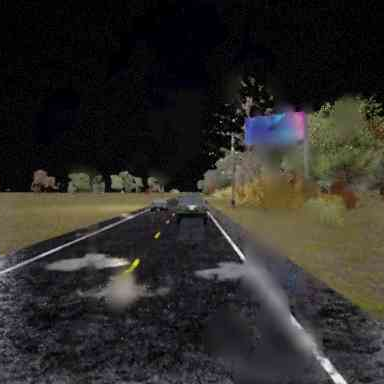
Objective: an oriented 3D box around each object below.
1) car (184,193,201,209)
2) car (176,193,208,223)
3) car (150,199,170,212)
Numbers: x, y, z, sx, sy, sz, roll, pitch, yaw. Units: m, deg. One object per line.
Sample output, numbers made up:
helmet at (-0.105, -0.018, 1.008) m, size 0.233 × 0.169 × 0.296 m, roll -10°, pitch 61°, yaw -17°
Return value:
car at (0.040, 1.137, 44.398) m, size 2.150 × 2.045 × 5.566 m, roll 0°, pitch 0°, yaw 0°
car at (0.016, 1.176, 24.985) m, size 2.150 × 2.045 × 5.566 m, roll 0°, pitch 0°, yaw 1°
car at (-3.555, 1.477, 37.806) m, size 2.033 × 1.411 × 5.357 m, roll 0°, pitch 0°, yaw 0°
